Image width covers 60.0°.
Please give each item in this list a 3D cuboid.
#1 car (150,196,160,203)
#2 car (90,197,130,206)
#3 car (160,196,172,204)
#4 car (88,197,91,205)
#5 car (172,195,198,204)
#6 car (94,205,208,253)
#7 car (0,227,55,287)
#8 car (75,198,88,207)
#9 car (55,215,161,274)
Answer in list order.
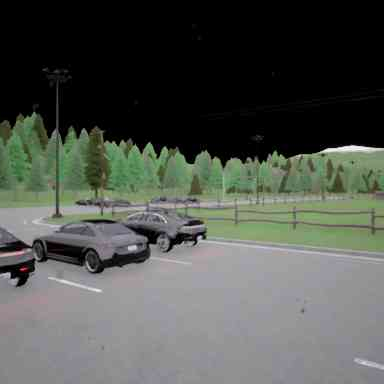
[{"bbox_3d":[-6.259,1.495,66.171,1.837,1.490,4.892,0,0,37],"label":"car"},{"bbox_3d":[-11.342,1.539,47.612,2.033,1.411,5.357,0,0,36],"label":"car"},{"bbox_3d":[-3.186,1.483,64.477,2.128,1.511,4.902,0,0,37],"label":"car"},{"bbox_3d":[-13.079,1.517,51.147,1.812,1.442,4.674,0,0,37],"label":"car"},{"bbox_3d":[-0.890,1.343,61.719,2.097,1.767,4.553,0,0,37],"label":"car"},{"bbox_3d":[-1.671,1.490,13.783,4.902,1.511,2.128,0,0,36],"label":"car"},{"bbox_3d":[-5.745,1.490,8.090,4.902,1.511,2.128,0,0,36],"label":"car"},{"bbox_3d":[-15.993,1.538,53.088,2.033,1.411,5.357,0,0,37],"label":"car"},{"bbox_3d":[-3.315,1.562,10.649,4.181,1.385,1.994,0,0,36],"label":"car"}]
